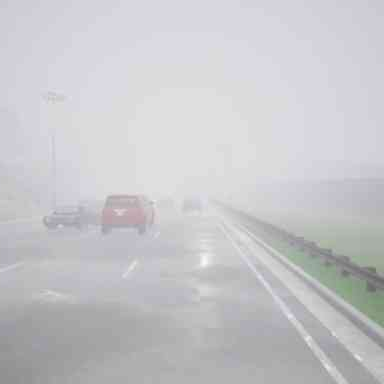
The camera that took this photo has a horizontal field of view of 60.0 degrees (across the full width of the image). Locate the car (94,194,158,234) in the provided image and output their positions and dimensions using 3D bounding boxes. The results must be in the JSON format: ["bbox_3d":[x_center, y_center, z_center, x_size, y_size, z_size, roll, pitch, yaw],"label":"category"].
[{"bbox_3d":[-3.401,1.101,18.420,2.150,2.045,5.566,0,1,0],"label":"car"}]

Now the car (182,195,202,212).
[{"bbox_3d":[-0.001,1.273,34.590,1.837,1.490,4.892,0,0,0],"label":"car"}]

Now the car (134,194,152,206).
[{"bbox_3d":[-6.895,1.165,47.455,1.882,1.535,5.008,0,1,0],"label":"car"}]

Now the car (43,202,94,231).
[{"bbox_3d":[-6.900,1.474,19.677,1.895,1.301,4.718,0,0,0],"label":"car"}]

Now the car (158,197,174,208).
[{"bbox_3d":[-3.400,1.279,43.067,1.994,1.385,4.181,0,0,0],"label":"car"}]

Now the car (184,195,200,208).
[{"bbox_3d":[0.015,1.195,44.529,2.128,1.511,4.902,0,1,0],"label":"car"}]

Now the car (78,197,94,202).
[{"bbox_3d":[-10.402,1.269,34.430,2.128,1.511,4.902,0,0,0],"label":"car"}]
